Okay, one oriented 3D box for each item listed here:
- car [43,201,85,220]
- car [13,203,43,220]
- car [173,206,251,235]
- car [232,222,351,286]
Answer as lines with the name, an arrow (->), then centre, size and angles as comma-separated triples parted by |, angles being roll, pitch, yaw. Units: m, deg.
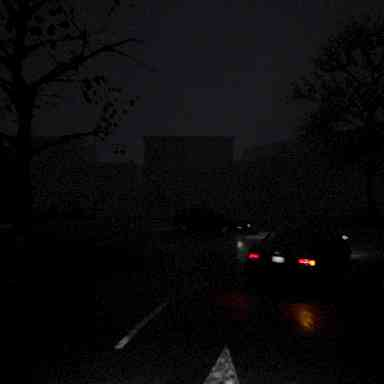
car -> -11.608, 1.571, 31.032 | 2.185, 1.767, 4.553 | -1, 0, -2
car -> -14.641, 1.737, 30.949 | 2.097, 1.535, 5.008 | -1, 0, -2
car -> 1.142, 1.592, 19.572 | 4.892, 1.490, 1.837 | 0, -1, 36
car -> 3.292, 1.595, 9.705 | 2.033, 1.411, 5.357 | 0, 0, 32
